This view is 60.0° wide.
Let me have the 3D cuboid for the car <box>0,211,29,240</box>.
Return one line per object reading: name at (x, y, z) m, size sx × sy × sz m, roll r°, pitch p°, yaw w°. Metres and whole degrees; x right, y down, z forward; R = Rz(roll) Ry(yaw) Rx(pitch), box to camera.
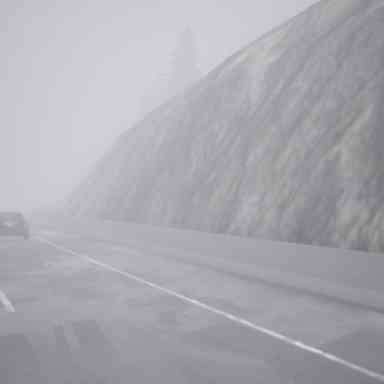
car at (-11.610, 1.955, 20.661) m, size 2.097 × 1.767 × 4.553 m, roll 2°, pitch -3°, yaw -36°
